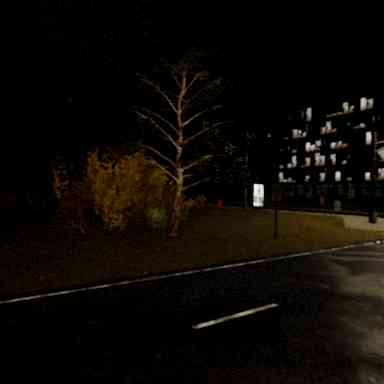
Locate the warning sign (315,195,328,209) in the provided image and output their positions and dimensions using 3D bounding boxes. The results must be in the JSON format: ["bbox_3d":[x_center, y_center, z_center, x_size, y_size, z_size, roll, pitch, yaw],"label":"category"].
[{"bbox_3d":[17.166,1.347,43.967,1.300,1.860,1.060,2,-1,-40],"label":"warning sign"}]

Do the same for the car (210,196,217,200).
[{"bbox_3d":[2.351,1.299,56.953,1.994,1.385,4.181,3,-1,-41],"label":"car"}]
